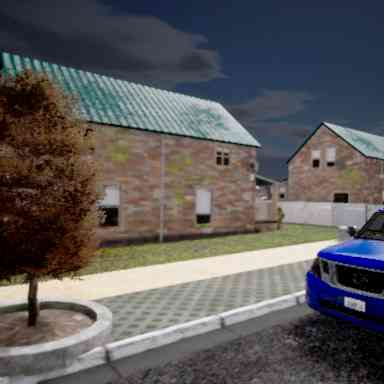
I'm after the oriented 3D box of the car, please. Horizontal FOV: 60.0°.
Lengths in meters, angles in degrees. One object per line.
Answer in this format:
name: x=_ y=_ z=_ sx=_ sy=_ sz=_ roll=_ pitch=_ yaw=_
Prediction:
car: x=4.559 y=1.249 z=6.323 sx=5.566 sy=2.045 sz=2.150 roll=0 pitch=0 yaw=-35
